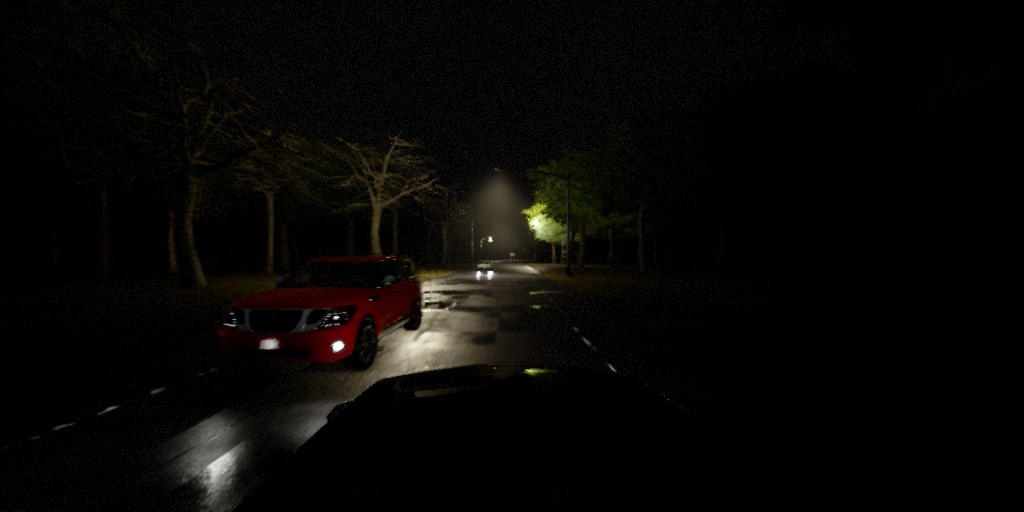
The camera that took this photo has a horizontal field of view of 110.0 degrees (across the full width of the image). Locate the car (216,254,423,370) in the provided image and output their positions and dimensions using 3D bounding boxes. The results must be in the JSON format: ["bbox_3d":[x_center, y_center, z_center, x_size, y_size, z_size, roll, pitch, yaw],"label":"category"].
[{"bbox_3d":[-3.595,0.972,8.078,2.150,2.045,5.566,0,0,0],"label":"car"}]

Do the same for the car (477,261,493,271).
[{"bbox_3d":[-3.563,1.322,48.331,1.895,1.301,4.718,0,0,1],"label":"car"}]
